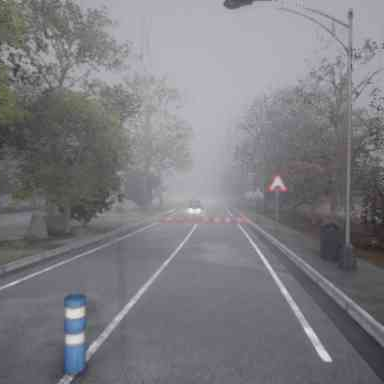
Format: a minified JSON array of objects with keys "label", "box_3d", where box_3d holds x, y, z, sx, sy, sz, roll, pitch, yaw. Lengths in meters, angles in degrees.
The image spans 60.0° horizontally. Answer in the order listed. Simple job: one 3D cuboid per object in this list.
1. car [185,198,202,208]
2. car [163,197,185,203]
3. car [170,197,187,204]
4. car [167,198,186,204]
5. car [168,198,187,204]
[{"label":"car","box_3d":[0.538,1.825,53.145,2.128,1.511,4.902,1,0,4]},{"label":"car","box_3d":[-4.105,2.225,85.445,5.366,1.575,1.946,1,-2,4]},{"label":"car","box_3d":[-3.751,2.384,93.758,4.553,1.767,2.185,1,-2,4]},{"label":"car","box_3d":[-4.106,2.314,88.219,4.892,1.521,2.231,1,-2,4]},{"label":"car","box_3d":[-3.918,2.407,90.983,5.008,1.535,2.097,1,-2,4]}]
